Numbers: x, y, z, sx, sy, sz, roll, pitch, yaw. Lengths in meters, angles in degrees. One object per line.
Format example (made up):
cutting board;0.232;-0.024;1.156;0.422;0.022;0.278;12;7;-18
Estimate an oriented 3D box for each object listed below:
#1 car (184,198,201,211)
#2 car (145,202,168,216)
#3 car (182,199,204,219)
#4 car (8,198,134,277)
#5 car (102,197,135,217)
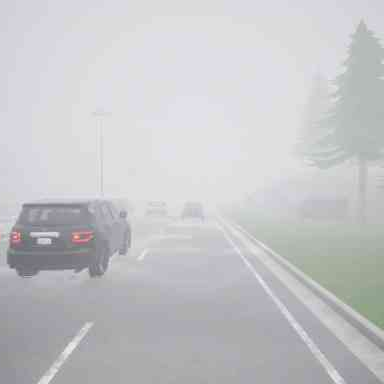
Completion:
car;0.094;1.547;41.241;2.033;1.411;5.357;0;0;0
car;-3.405;1.601;32.854;1.895;1.301;4.718;0;0;0
car;0.085;1.548;28.784;2.033;1.411;5.357;0;0;0
car;-3.400;1.222;10.342;2.150;2.045;5.566;0;0;0
car;-6.907;1.351;31.699;2.097;1.767;4.553;0;0;0
